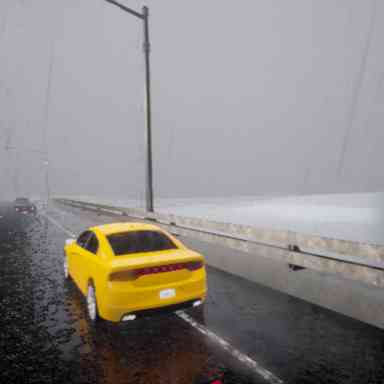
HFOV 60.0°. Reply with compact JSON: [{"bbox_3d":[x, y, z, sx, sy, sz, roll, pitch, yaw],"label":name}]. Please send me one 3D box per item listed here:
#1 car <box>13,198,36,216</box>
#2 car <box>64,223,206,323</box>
[{"bbox_3d":[-15.990,1.527,31.773,1.895,1.301,4.718,-2,1,-27],"label":"car"},{"bbox_3d":[-1.571,1.411,7.293,1.882,1.535,5.008,-2,1,-29],"label":"car"}]
